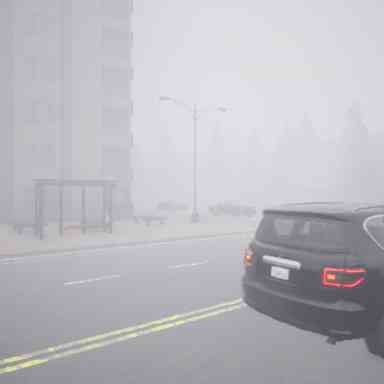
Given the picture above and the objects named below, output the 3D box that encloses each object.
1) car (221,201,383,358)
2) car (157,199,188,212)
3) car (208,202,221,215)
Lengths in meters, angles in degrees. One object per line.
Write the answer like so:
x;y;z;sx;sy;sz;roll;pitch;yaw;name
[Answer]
3.401;1.221;6.174;5.566;2.045;2.150;0;0;-35;car
-2.299;1.508;38.827;1.994;1.385;4.181;0;0;-40;car
3.673;1.545;30.884;1.895;1.301;4.718;0;0;-36;car
